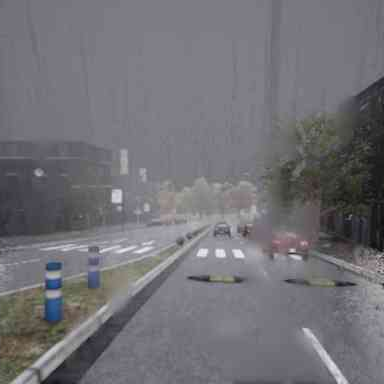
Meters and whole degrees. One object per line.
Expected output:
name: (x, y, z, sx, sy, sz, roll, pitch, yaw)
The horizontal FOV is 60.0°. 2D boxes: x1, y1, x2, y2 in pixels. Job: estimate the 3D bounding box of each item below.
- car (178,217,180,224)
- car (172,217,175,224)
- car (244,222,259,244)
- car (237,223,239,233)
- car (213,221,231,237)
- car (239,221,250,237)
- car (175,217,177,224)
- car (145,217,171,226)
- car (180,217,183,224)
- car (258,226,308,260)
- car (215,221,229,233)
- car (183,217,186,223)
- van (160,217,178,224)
car: (-6.264, 7.490, 86.001, 4.553, 1.767, 2.185, 2, -4, -15)
car: (-7.144, 6.936, 76.896, 4.792, 1.488, 2.163, 2, -4, -15)
car: (5.732, 3.509, 27.558, 2.033, 1.411, 5.357, 1, -4, 6)
car: (7.528, 4.871, 47.270, 2.097, 1.767, 4.553, 1, -5, 6)
car: (3.307, 4.116, 36.461, 1.812, 1.442, 4.674, 1, -4, 6)
car: (6.596, 4.201, 37.196, 1.882, 1.535, 5.008, 1, -4, 6)
car: (-7.022, 7.134, 79.885, 5.366, 1.575, 1.946, 2, -4, -15)
car: (-7.633, 6.440, 70.849, 4.892, 1.521, 2.231, 2, -4, -15)
car: (-5.746, 8.087, 92.037, 4.892, 1.521, 2.231, 2, -4, -15)
car: (4.851, 2.708, 17.695, 1.812, 1.442, 4.674, 1, -4, 5)
car: (4.288, 4.974, 47.563, 1.837, 1.490, 4.892, 1, -4, 6)
car: (-5.503, 8.070, 95.069, 5.566, 2.045, 2.435, 2, -4, -15)
van: (-6.133, 7.621, 88.995, 4.442, 1.987, 1.878, 2, -4, -15)
